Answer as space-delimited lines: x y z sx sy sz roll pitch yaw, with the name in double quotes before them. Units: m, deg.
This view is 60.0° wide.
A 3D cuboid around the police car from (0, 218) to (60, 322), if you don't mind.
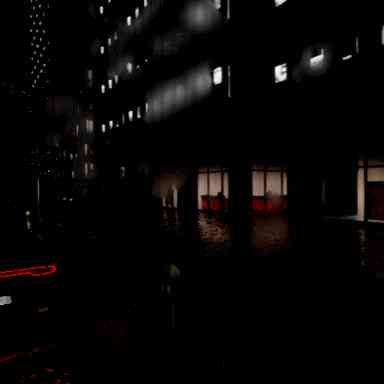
"police car" -4.208 1.389 7.054 1.930 1.638 5.238 -2 1 -33
